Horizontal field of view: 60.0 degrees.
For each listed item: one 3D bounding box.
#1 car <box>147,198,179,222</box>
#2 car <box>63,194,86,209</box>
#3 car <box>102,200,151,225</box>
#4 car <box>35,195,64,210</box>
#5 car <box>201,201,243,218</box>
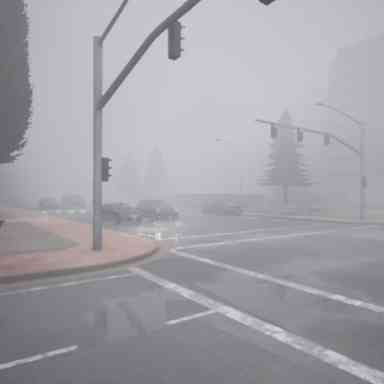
[{"bbox_3d":[-2.975,1.404,27.250,2.097,1.767,4.553,0,0,-36],"label":"car"},{"bbox_3d":[-16.572,1.275,46.234,2.150,2.045,5.566,0,0,-35],"label":"car"},{"bbox_3d":[-5.303,1.529,24.492,2.128,1.511,4.902,0,0,-36],"label":"car"},{"bbox_3d":[-18.447,1.543,42.828,1.837,1.490,4.892,0,0,-35],"label":"car"},{"bbox_3d":[2.776,1.611,31.217,1.812,1.442,4.674,0,0,-34],"label":"car"}]
